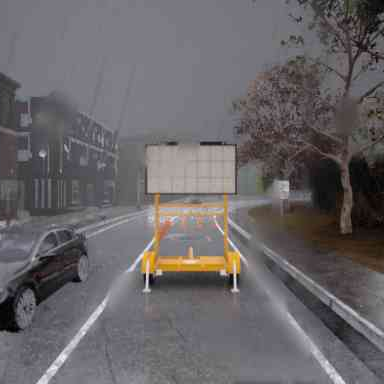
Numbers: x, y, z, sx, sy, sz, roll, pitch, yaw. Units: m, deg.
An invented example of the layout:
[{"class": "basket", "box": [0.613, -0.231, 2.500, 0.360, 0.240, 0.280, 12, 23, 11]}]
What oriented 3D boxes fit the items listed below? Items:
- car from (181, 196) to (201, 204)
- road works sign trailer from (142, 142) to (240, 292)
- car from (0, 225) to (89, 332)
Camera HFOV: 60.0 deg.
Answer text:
[{"class": "car", "box": [-0.108, 1.464, 52.326, 2.128, 1.511, 4.902, -1, 0, 22]}, {"class": "road works sign trailer", "box": [-0.019, 0.467, 8.909, 2.380, 3.560, 2.880, 0, 0, 0]}, {"class": "car", "box": [-3.608, 1.493, 6.904, 2.128, 1.511, 4.902, 0, 0, 0]}]
